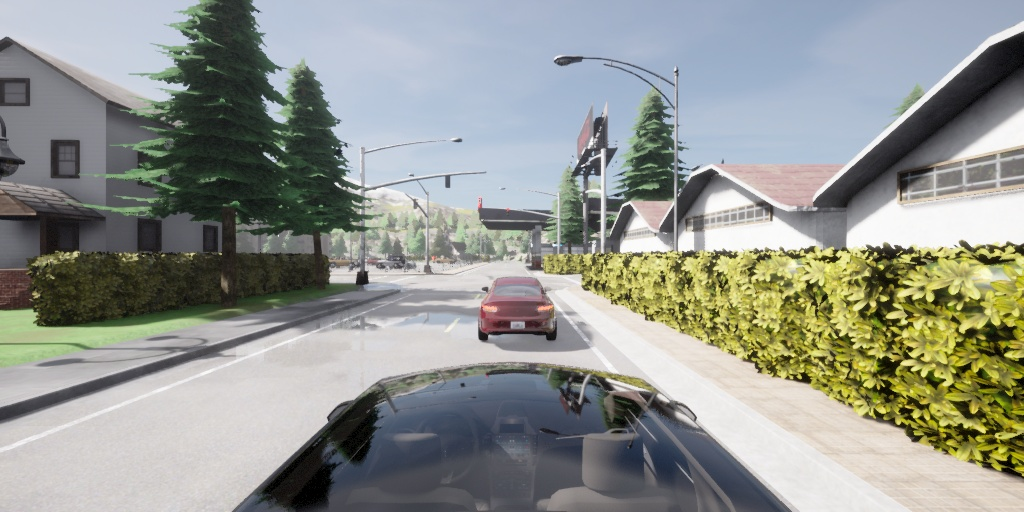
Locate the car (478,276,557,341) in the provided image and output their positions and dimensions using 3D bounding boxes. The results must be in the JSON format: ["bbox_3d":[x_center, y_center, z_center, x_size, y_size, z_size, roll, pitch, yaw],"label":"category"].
[{"bbox_3d":[0.128,1.276,9.778,1.812,1.442,4.674,0,0,0],"label":"car"}]
